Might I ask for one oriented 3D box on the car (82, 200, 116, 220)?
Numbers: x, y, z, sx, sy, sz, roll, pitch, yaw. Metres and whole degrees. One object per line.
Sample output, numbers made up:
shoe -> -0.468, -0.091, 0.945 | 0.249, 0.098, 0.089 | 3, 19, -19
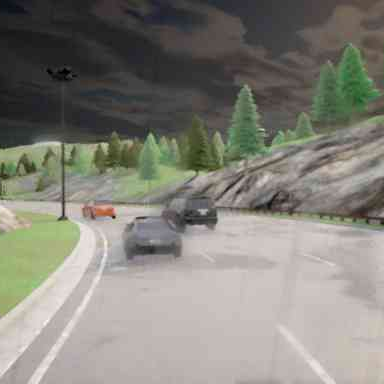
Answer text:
car -> -8.498, 1.485, 30.025 | 2.097, 1.767, 4.553 | 0, 0, -30

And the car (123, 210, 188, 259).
car -> -1.643, 1.605, 12.919 | 1.994, 1.385, 4.181 | 0, 0, -13

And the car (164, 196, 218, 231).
car -> -0.254, 1.267, 20.782 | 2.150, 2.045, 5.566 | 0, 0, -19
